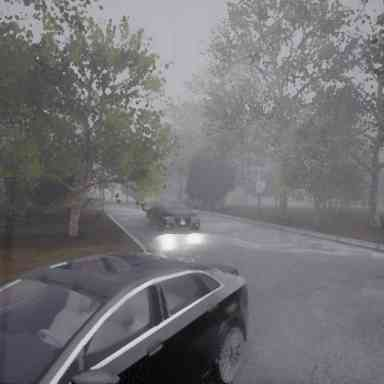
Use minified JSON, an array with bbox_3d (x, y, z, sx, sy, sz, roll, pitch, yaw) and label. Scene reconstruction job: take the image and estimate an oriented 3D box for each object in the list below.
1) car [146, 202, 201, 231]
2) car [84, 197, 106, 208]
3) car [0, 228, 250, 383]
[{"bbox_3d":[-1.054,1.199,17.128,1.994,1.385,4.181,1,1,-19],"label":"car"},{"bbox_3d":[-10.927,0.798,32.978,4.902,1.511,2.128,1,-1,16],"label":"car"},{"bbox_3d":[-1.019,1.476,3.173,2.128,1.511,4.902,1,1,32],"label":"car"}]
